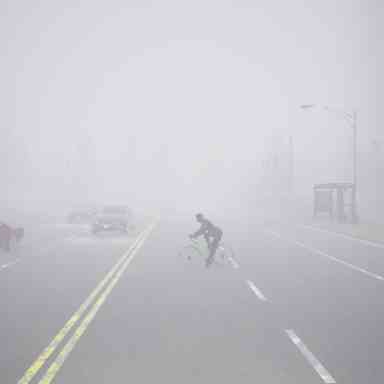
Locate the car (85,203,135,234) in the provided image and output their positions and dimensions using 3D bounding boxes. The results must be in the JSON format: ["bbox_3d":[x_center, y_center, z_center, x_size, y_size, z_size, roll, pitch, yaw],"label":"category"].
[{"bbox_3d":[-4.402,1.507,19.108,1.837,1.490,4.892,0,-1,-2],"label":"car"}]

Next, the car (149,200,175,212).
[{"bbox_3d":[-3.547,1.583,38.685,1.895,1.301,4.718,0,0,-22],"label":"car"}]

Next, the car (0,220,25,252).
[{"bbox_3d":[-7.558,1.601,11.099,1.895,1.301,4.718,0,0,-3],"label":"car"}]

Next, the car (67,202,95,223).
[{"bbox_3d":[-8.171,1.525,25.881,1.812,1.442,4.674,0,0,-3],"label":"car"}]

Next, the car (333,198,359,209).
[{"bbox_3d":[17.664,1.436,40.281,4.902,1.511,2.128,0,0,-2],"label":"car"}]

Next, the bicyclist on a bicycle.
[{"bbox_3d":[0.412,1.455,9.912,1.656,1.620,0.582,-2,0,-3],"label":"bicyclist on a bicycle"}]
